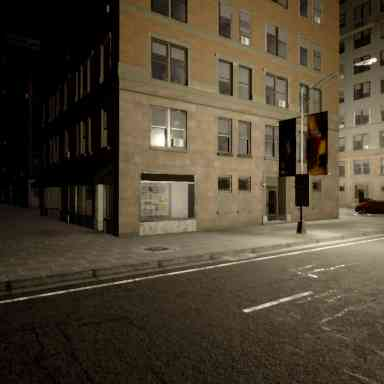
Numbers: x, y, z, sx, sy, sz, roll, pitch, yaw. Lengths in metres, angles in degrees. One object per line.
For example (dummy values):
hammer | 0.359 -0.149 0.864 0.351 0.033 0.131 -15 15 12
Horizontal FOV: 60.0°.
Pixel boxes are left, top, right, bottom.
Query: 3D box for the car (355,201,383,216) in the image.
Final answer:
car | 17.228 1.513 30.221 1.812 1.442 4.674 0 0 -30
